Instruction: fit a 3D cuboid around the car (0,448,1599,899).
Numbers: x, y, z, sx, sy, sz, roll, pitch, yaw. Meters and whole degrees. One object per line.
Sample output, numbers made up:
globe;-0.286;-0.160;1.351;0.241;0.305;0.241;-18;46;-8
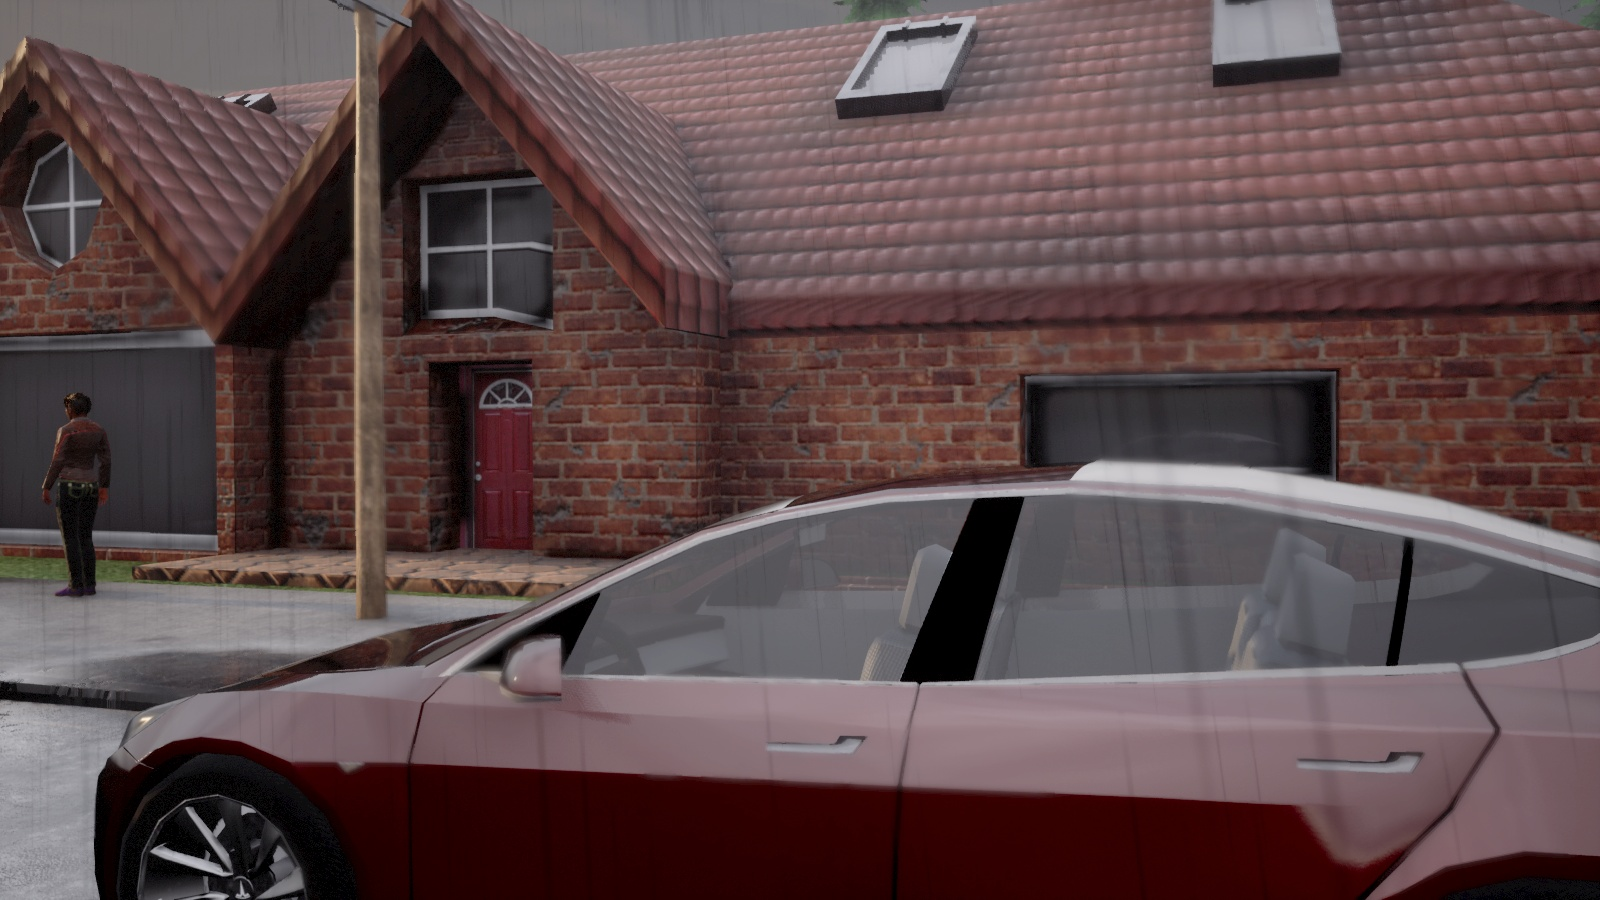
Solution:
car;0.350;0.770;3.606;4.792;1.488;2.163;1;1;18

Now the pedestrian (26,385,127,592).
pedestrian;-6.515;0.331;11.309;0.869;1.805;0.328;1;1;24
